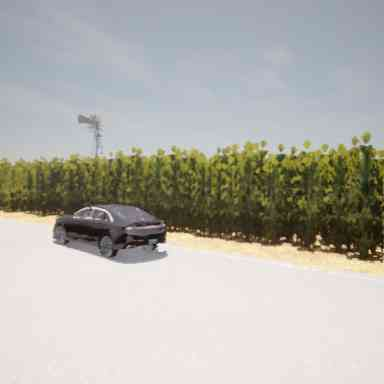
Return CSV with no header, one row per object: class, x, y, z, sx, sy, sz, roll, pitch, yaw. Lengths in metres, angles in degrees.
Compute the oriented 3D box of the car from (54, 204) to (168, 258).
car,-2.967,1.175,11.444,4.902,1.511,2.128,2,1,42
